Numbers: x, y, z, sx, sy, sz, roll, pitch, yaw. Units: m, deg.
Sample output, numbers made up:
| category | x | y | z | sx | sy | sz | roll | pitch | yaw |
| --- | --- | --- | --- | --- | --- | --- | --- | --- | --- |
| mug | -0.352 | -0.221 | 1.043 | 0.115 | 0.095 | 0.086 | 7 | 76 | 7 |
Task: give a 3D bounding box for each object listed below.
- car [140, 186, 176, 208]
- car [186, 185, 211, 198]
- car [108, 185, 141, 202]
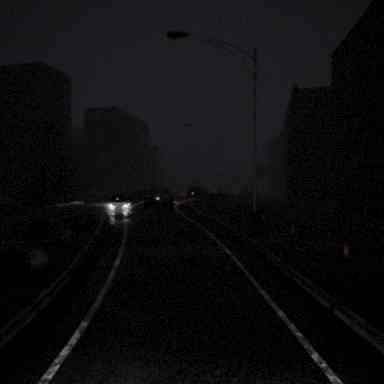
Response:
| category | x | y | z | sx | sy | sz | roll | pitch | yaw |
| --- | --- | --- | --- | --- | --- | --- | --- | --- | --- |
| car | -2.294 | 0.315 | 24.238 | 1.994 | 1.385 | 4.181 | 0 | 3 | 0 |
| car | 0.655 | -0.089 | 40.187 | 1.837 | 1.490 | 4.892 | 1 | 0 | 14 |
| car | -5.388 | 0.097 | 29.521 | 2.033 | 1.411 | 5.357 | 1 | 2 | 14 |
